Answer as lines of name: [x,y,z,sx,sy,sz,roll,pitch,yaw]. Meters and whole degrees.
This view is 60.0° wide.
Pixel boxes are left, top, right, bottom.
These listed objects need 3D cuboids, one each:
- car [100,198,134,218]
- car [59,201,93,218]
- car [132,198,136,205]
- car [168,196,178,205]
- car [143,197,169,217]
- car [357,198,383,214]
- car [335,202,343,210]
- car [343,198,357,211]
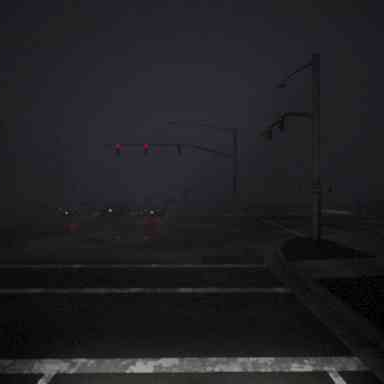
car: [-6.910,1.540,30.152,1.994,1.385,4.181,0,0,0]
car: [-10.410,1.502,29.907,1.812,1.442,4.674,0,0,0]
car: [-10.416,1.557,54.260,1.895,1.301,4.718,0,0,0]
car: [-3.418,1.460,55.804,1.837,1.490,4.892,0,0,0]
car: [-3.410,1.501,30.588,1.812,1.442,4.674,0,0,0]
car: [19.979,1.464,33.739,4.902,1.511,2.128,0,0,1]
car: [20.048,1.493,40.732,4.674,1.442,1.812,0,0,1]
car: [19.959,1.496,37.238,4.674,1.442,1.812,0,0,1]
